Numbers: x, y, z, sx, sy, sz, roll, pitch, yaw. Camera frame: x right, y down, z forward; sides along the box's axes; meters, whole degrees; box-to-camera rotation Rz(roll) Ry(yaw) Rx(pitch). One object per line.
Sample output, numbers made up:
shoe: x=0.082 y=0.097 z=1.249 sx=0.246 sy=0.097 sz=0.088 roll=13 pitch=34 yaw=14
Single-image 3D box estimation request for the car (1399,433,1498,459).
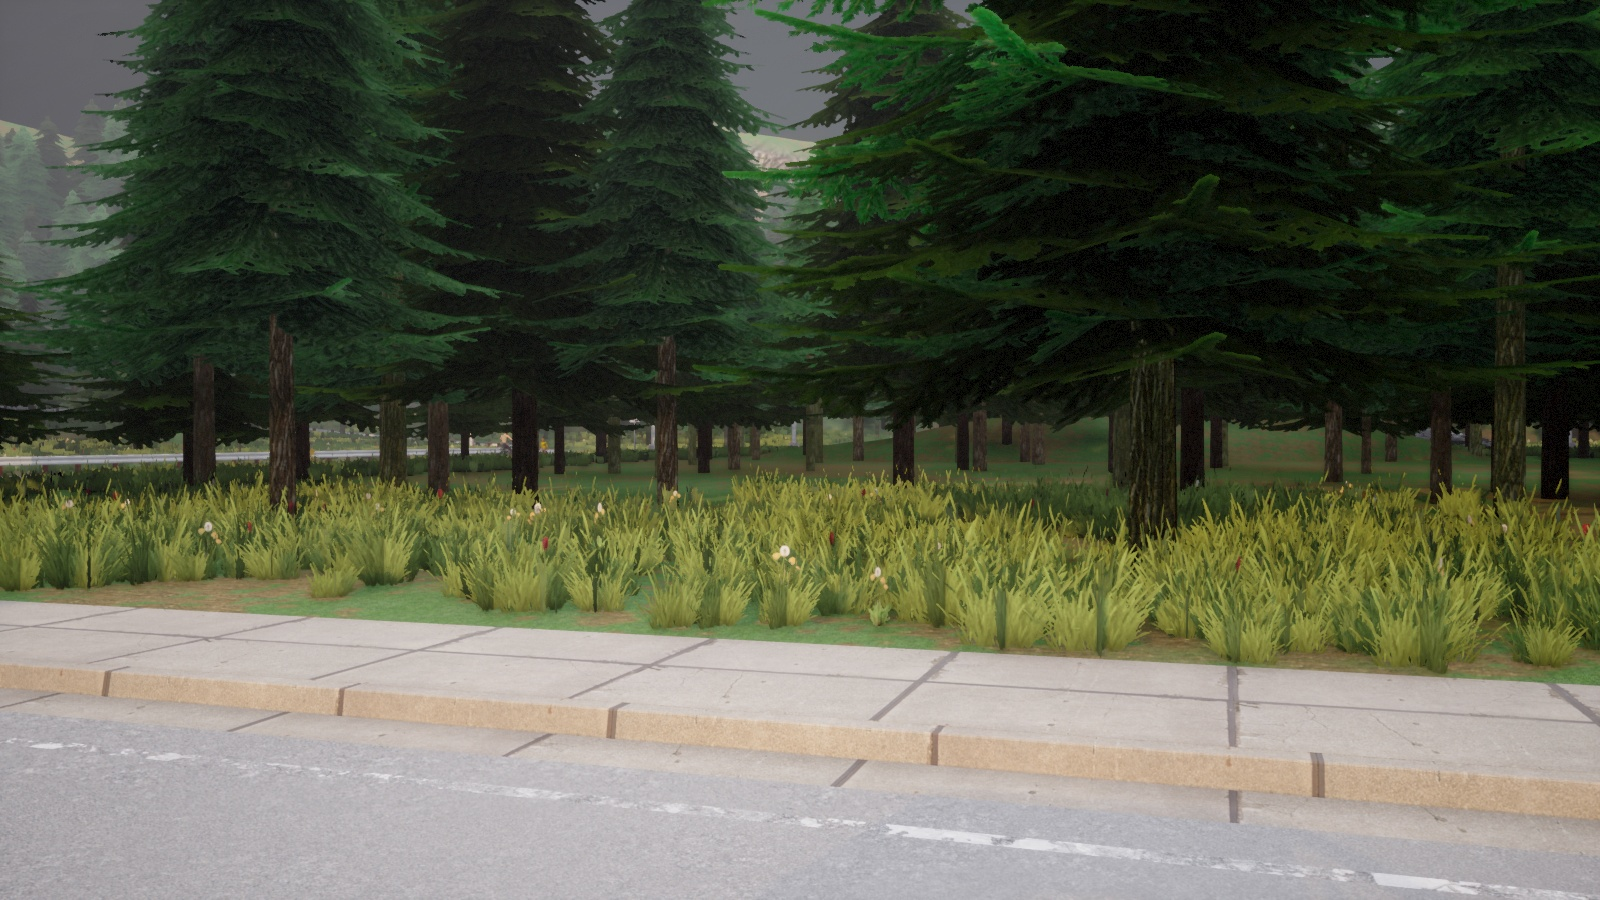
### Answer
car: x=38.557 y=-0.248 z=74.793 sx=1.837 sy=1.490 sz=4.892 roll=0 pitch=1 yaw=-41
